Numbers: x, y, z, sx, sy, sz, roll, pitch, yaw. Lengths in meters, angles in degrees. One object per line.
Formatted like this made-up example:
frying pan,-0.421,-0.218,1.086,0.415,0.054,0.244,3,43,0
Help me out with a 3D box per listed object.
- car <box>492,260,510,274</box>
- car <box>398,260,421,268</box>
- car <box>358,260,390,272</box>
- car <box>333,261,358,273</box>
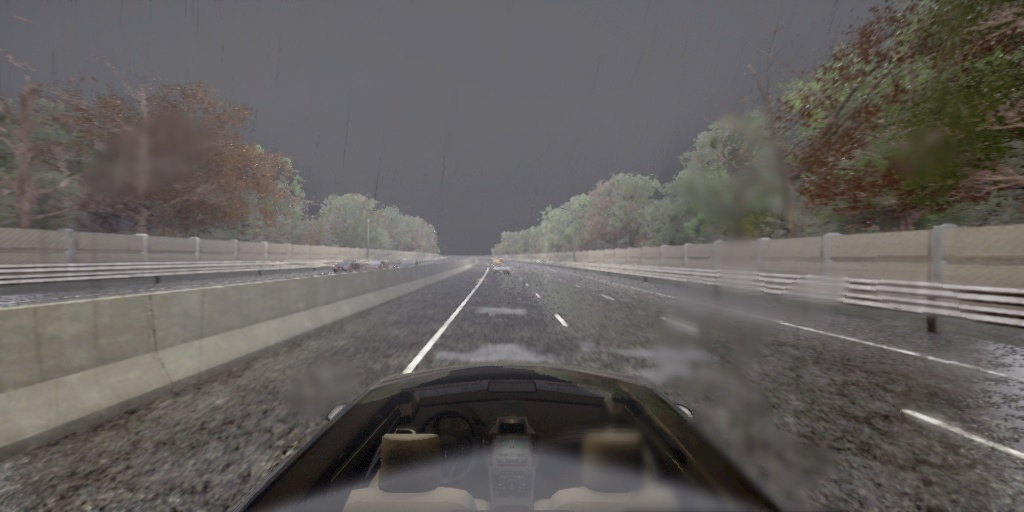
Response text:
car,-1.257,1.453,42.308,1.895,1.301,4.718,1,0,-2
car,-11.856,1.234,41.666,1.837,1.490,4.892,1,0,-2
car,-15.306,1.213,40.526,1.812,1.442,4.674,1,0,-2
car,-18.839,1.213,41.200,1.994,1.385,4.181,1,0,-2
